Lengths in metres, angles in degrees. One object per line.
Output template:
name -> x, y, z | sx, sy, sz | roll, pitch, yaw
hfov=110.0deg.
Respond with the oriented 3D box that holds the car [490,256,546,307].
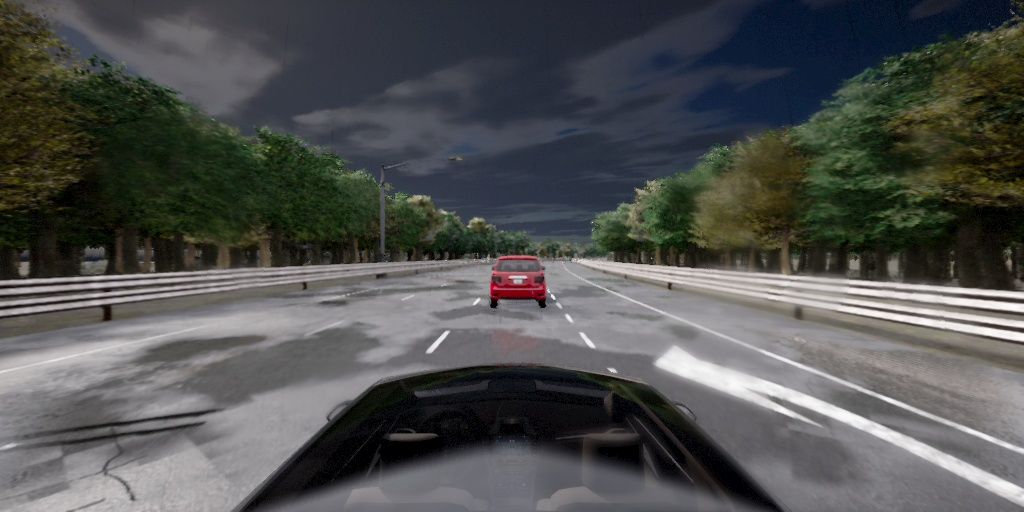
car -> 0.289, 1.021, 15.566 | 2.150, 2.045, 5.566 | 0, 0, 2
